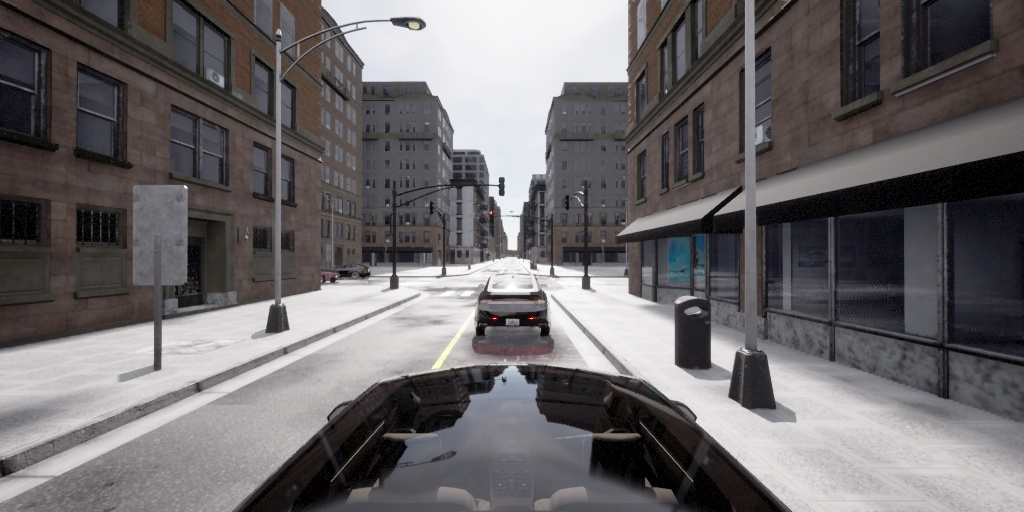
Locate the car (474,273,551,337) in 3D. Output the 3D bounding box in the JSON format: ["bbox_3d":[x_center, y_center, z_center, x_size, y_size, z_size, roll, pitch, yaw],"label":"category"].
[{"bbox_3d":[0.024,1.242,10.341,2.128,1.511,4.902,0,0,0],"label":"car"}]

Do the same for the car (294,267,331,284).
[{"bbox_3d":[-14.707,1.289,23.531,4.313,1.339,1.948,0,0,0],"label":"car"}]

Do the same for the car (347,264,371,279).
[{"bbox_3d":[-14.677,1.330,31.557,4.313,1.339,1.948,0,0,0],"label":"car"}]

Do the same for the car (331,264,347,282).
[{"bbox_3d":[-14.735,1.300,26.075,4.181,1.385,1.994,0,0,0],"label":"car"}]
